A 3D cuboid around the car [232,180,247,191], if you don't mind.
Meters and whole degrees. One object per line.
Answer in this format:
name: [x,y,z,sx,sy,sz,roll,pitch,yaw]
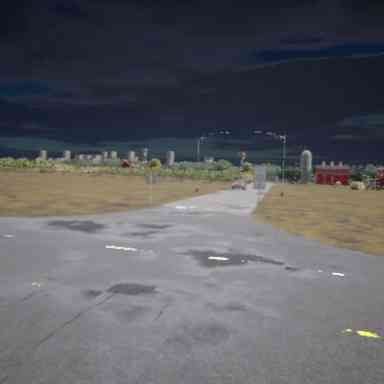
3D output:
car: [7.751,-1.234,54.030,2.097,1.767,4.553,2,3,15]
